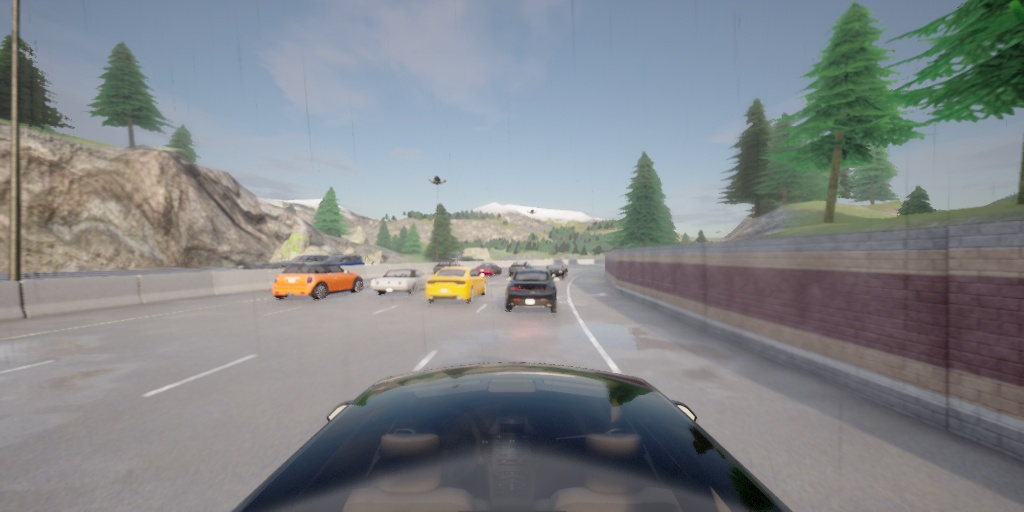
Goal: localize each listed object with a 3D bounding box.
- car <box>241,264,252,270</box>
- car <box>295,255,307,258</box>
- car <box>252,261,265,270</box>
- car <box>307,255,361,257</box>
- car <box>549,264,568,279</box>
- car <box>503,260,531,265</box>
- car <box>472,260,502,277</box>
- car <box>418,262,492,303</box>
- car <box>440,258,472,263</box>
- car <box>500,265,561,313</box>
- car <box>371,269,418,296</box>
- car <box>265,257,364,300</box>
[{"bbox_3d":[-27.024,1.279,38.948,1.994,1.385,4.181,0,0,14],"label":"car"},{"bbox_3d":[-20.586,0.954,35.896,2.150,2.045,5.566,0,-1,13],"label":"car"},{"bbox_3d":[-23.812,1.226,37.365,1.837,1.490,4.892,0,0,13],"label":"car"},{"bbox_3d":[-17.054,0.960,35.679,2.150,2.045,5.566,0,0,13],"label":"car"},{"bbox_3d":[4.142,1.393,33.240,1.895,1.301,4.718,0,0,14],"label":"car"},{"bbox_3d":[1.005,1.277,35.004,2.128,1.511,4.902,0,0,14],"label":"car"},{"bbox_3d":[-2.341,1.342,35.999,1.994,1.385,4.181,0,0,14],"label":"car"},{"bbox_3d":[-2.426,1.236,16.677,1.882,1.535,5.008,0,0,6],"label":"car"},{"bbox_3d":[-6.104,1.258,35.398,2.128,1.511,4.902,0,0,14],"label":"car"},{"bbox_3d":[0.834,1.270,14.295,1.837,1.490,4.892,0,0,6],"label":"car"},{"bbox_3d":[-5.618,1.353,19.481,1.895,1.301,4.718,0,0,8],"label":"car"},{"bbox_3d":[-9.324,1.094,17.692,2.097,1.767,4.553,0,0,6],"label":"car"}]
